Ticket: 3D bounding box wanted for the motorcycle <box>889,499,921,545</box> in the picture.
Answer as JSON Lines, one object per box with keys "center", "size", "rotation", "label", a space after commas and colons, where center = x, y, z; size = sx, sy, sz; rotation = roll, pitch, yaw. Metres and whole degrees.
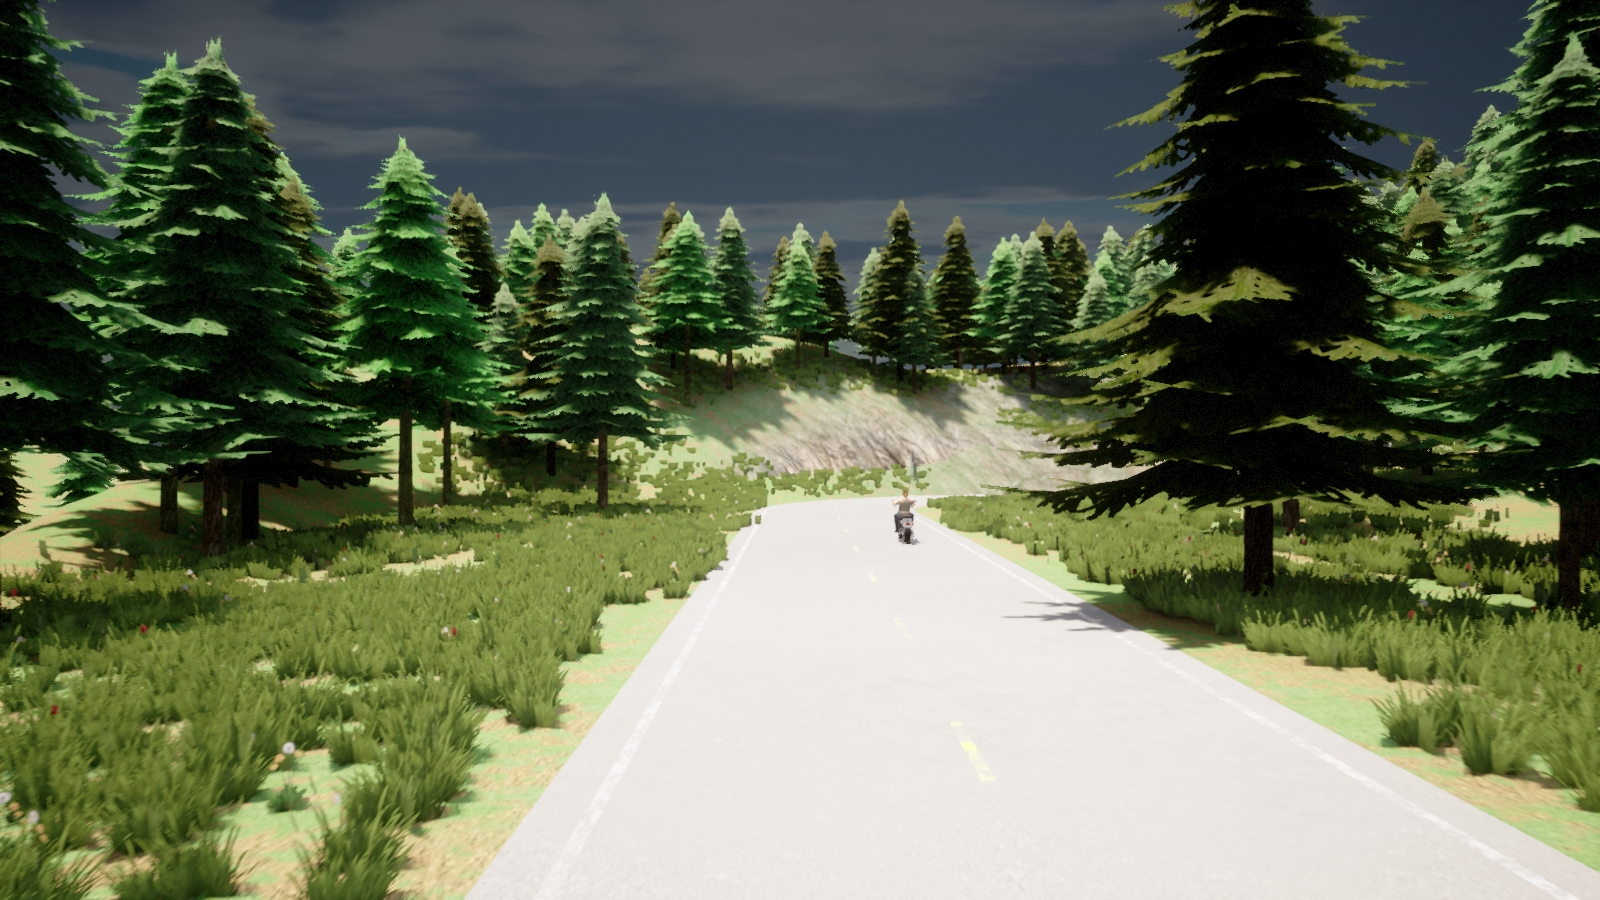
{"center": [3.196, 2.180, 35.072], "size": [0.764, 1.277, 2.356], "rotation": [0, 0, 0], "label": "motorcycle"}
